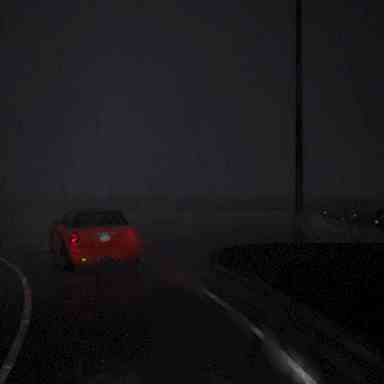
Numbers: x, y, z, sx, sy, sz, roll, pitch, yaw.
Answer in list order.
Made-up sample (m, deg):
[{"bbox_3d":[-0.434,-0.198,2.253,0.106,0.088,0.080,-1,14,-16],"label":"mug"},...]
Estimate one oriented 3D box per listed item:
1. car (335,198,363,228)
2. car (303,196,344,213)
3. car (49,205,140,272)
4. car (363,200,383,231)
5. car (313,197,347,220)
[{"bbox_3d":[10.887,1.234,18.614,4.674,1.442,1.812,0,1,5],"label":"car"},{"bbox_3d":[12.027,1.075,29.063,4.902,1.511,2.128,0,1,5],"label":"car"},{"bbox_3d":[-3.339,1.254,10.881,2.097,1.767,4.553,-1,1,-28],"label":"car"},{"bbox_3d":[11.242,0.961,15.079,5.566,2.045,2.150,-1,1,5],"label":"car"},{"bbox_3d":[11.247,1.214,22.107,5.357,1.411,2.033,0,1,5],"label":"car"}]
